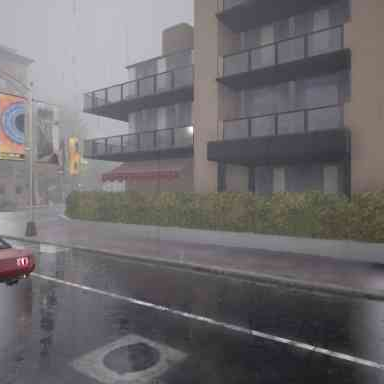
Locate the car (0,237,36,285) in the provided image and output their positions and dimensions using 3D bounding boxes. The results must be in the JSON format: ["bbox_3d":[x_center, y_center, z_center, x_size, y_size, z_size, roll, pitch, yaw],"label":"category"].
[{"bbox_3d":[-5.991,1.601,8.255,4.718,1.301,1.895,0,0,35],"label":"car"}]
